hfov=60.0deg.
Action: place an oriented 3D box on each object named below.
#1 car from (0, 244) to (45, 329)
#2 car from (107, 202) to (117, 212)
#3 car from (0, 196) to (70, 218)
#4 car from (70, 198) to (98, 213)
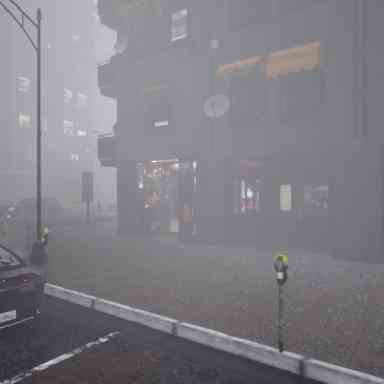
[{"bbox_3d":[-4.430,1.551,6.032,4.403,1.369,2.008,0,0,35],"label":"car"},{"bbox_3d":[-5.835,1.200,33.222,2.033,1.411,5.357,0,1,35],"label":"car"},{"bbox_3d":[-11.847,1.151,24.578,2.097,1.767,4.553,0,1,34],"label":"car"},{"bbox_3d":[-10.908,1.250,30.466,1.752,1.417,4.829,1,1,35],"label":"car"}]
